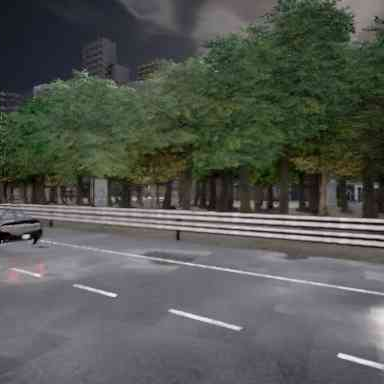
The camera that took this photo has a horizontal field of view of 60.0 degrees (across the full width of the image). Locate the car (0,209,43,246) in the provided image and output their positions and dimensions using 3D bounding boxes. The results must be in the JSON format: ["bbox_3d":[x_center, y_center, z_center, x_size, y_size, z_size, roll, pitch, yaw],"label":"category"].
[{"bbox_3d":[-8.295,1.494,14.088,4.902,1.511,2.128,0,0,35],"label":"car"}]
